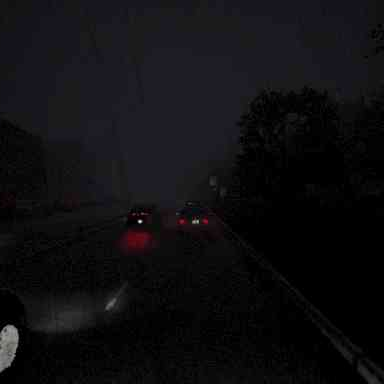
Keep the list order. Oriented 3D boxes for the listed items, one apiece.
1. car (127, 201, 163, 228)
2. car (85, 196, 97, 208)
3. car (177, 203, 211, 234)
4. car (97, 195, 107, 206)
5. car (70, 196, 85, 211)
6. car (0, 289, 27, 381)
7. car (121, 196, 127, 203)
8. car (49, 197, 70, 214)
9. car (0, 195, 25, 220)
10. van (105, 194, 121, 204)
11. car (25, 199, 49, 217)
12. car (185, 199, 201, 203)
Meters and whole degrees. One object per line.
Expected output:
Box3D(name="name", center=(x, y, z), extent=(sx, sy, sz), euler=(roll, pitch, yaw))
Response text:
Box3D(name="car", center=(-3.141, 1.530, 22.603), extent=(1.837, 1.490, 4.892), euler=(0, 0, 0))
Box3D(name="car", center=(-15.494, 1.384, 47.109), extent=(2.185, 1.767, 4.553), euler=(0, 0, 0))
Box3D(name="car", center=(0.101, 1.569, 19.271), extent=(2.033, 1.411, 5.357), euler=(0, 0, 0))
Box3D(name="car", center=(-15.507, 1.557, 52.731), extent=(2.002, 1.452, 4.674), euler=(0, 0, 0))
Box3D(name="car", center=(-15.483, 1.377, 41.584), extent=(2.185, 1.767, 4.553), euler=(0, 0, 0))
Box3D(name="car", center=(-3.149, 1.508, 2.567), extent=(1.837, 1.490, 4.892), euler=(0, 0, 0))
Box3D(name="car", center=(-15.542, 1.569, 69.273), extent=(2.163, 1.488, 4.792), euler=(0, 0, 0))
Box3D(name="car", center=(-15.472, 1.496, 36.033), extent=(2.231, 1.521, 4.892), euler=(0, 0, 0))
Box3D(name="car", center=(-15.448, 1.229, 25.074), extent=(2.435, 2.045, 5.566), euler=(0, 0, 0))
Box3D(name="van", center=(-15.529, 1.306, 63.662), extent=(1.878, 1.987, 4.442), euler=(0, 0, 0))
Box3D(name="car", center=(-15.460, 1.487, 30.507), extent=(2.097, 1.535, 5.008), euler=(0, 0, 0))
Box3D(name="car", center=(0.115, 1.537, 40.755), extent=(2.128, 1.511, 4.902), euler=(0, 0, 0))
